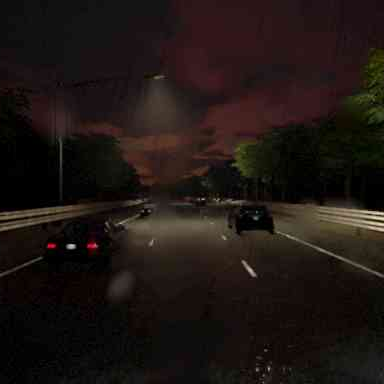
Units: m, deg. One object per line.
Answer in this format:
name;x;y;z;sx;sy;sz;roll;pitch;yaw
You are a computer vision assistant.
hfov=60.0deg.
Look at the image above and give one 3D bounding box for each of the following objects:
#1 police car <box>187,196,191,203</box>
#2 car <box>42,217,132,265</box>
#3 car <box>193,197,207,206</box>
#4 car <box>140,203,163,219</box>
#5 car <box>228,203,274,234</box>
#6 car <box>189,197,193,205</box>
police car;0.372;2.198;86.979;1.930;1.638;5.238;0;-1;-4
car;-3.469;1.619;12.003;2.033;1.411;5.357;0;0;-1
car;1.763;2.129;64.782;1.895;1.301;4.718;0;-1;-3
car;-3.836;1.760;31.987;2.033;1.411;5.357;0;0;-2
car;3.417;1.468;20.055;2.097;1.767;4.553;0;0;-1
car;1.123;2.211;75.814;1.994;1.385;4.181;0;-1;-4
